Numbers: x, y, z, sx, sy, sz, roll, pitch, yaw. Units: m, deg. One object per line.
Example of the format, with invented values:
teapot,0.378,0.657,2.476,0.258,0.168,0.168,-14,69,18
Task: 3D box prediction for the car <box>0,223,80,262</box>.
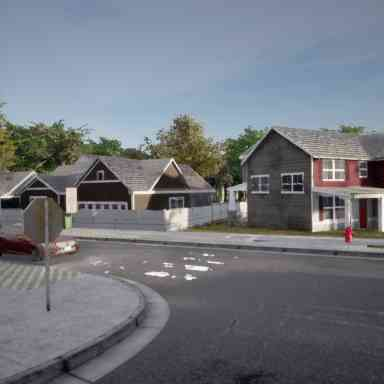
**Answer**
car,-7.069,2.105,14.704,4.674,1.442,1.812,-2,0,30
